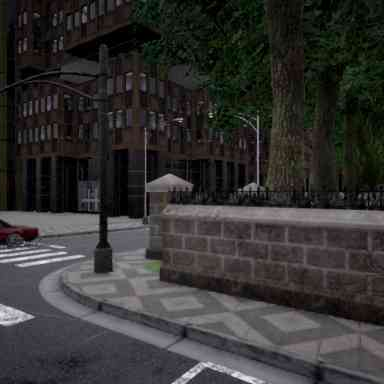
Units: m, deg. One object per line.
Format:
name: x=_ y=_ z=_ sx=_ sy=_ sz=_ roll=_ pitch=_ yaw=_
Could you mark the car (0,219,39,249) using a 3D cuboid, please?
car: x=-9.145 y=1.748 z=13.912 sx=4.718 sy=1.301 sz=1.895 roll=2 pitch=-1 yaw=-43
